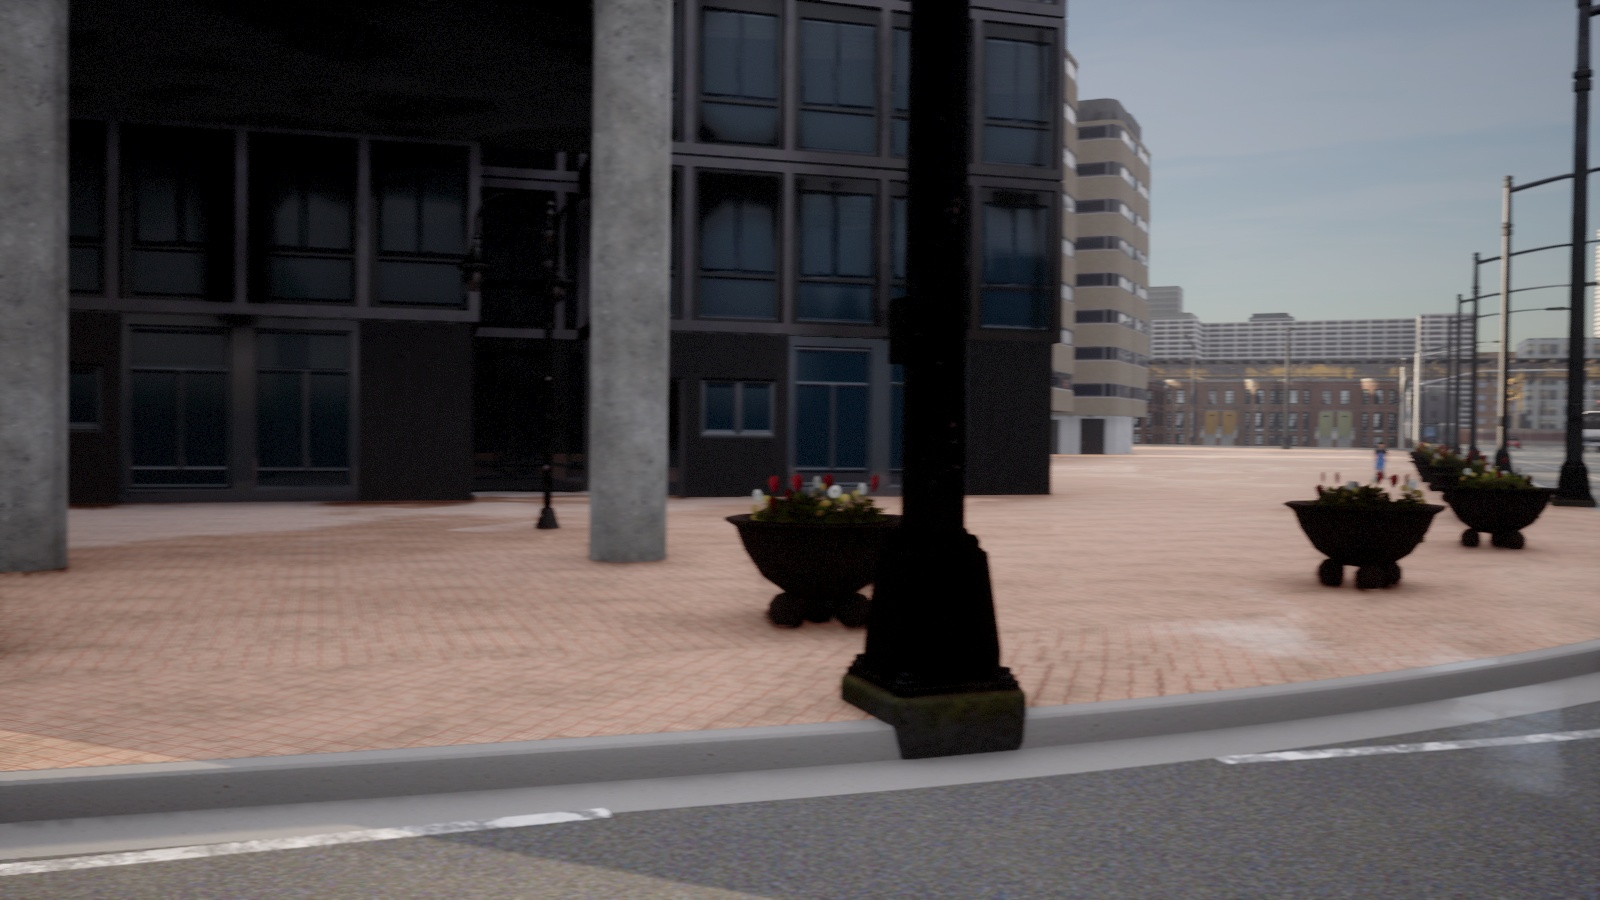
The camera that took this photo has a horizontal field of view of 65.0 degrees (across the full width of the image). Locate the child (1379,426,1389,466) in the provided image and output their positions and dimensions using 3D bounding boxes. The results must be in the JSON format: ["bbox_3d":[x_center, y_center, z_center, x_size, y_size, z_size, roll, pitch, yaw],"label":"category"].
[{"bbox_3d":[18.234,-0.130,39.195,0.270,1.263,0.437,0,1,28],"label":"child"}]
